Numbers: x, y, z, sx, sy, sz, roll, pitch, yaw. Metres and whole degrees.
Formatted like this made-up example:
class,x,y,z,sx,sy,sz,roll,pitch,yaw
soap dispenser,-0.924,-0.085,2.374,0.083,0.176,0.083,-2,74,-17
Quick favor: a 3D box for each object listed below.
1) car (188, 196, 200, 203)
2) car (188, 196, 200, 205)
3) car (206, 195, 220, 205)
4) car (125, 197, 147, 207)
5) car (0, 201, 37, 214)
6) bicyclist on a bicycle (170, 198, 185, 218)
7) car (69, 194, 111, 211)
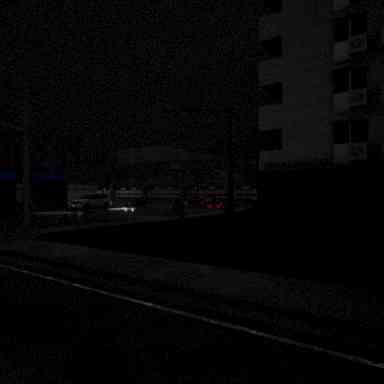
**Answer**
class,x,y,z,sx,sy,sz,roll,pitch,yaw
car,0.354,1.563,67.487,1.994,1.385,4.181,0,0,-8
car,0.410,1.564,59.076,1.994,1.385,4.181,0,0,4
car,3.882,1.525,58.485,1.812,1.442,4.674,0,0,4
car,-8.387,1.491,50.014,2.128,1.511,4.902,0,0,15
car,-17.921,1.600,32.486,1.895,1.301,4.718,0,0,35
bicyclist on a bicycle,-1.204,1.300,27.316,1.656,1.620,0.582,0,0,36
car,-12.335,1.221,40.738,2.150,2.045,5.566,0,0,29
